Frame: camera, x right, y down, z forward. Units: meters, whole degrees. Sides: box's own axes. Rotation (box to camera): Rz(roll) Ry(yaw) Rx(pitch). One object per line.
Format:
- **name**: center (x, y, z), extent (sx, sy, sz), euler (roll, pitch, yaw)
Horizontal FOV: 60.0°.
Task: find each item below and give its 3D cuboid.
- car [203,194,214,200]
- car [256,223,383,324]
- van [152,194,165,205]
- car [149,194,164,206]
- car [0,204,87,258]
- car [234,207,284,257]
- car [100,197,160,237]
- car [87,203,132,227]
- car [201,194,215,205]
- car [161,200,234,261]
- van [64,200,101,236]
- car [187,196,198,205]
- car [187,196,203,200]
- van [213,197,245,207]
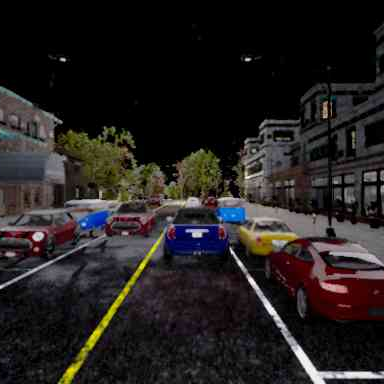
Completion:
- **car**: center (2.688, 1.386, 45.695), extent (1.967, 1.590, 4.097), euler (1, 0, 0)
- **car**: center (2.697, 1.575, 6.893), extent (1.802, 1.307, 4.206), euler (1, 0, 0)
- **van**: center (-5.707, 1.269, 56.766), extent (1.690, 1.788, 3.998), euler (1, 0, 0)
- **car**: center (-5.692, 1.252, 51.223), extent (2.192, 1.841, 5.009), euler (1, 0, 0)
- **car**: center (-5.683, 1.428, 12.421), extent (1.967, 1.590, 4.097), euler (1, 0, 0)
- **car**: center (2.696, 1.513, 12.606), extent (1.752, 1.417, 4.829), euler (1, 0, 0)
- **car**: center (-3.103, 1.334, 17.720), extent (2.097, 1.767, 4.553), euler (0, 0, 0)
- **car**: center (-5.688, 1.527, 23.507), extent (2.008, 1.369, 4.403), euler (1, 0, 0)
- **car**: center (2.699, 1.242, 56.780), extent (2.192, 1.841, 5.009), euler (1, 0, 0)
- **car**: center (0.109, 1.340, 12.408), extent (2.097, 1.767, 4.553), euler (0, 0, -1)
- **van**: center (-5.684, 1.323, 17.964), extent (1.690, 1.788, 3.998), euler (1, 0, 0)
- **car**: center (0.083, 1.448, 59.661), extent (1.812, 1.442, 4.674), euler (0, 0, 0)
- **car**: center (0.088, 1.476, 42.947), extent (1.812, 1.442, 4.674), euler (0, 0, 0)
- **van**: center (2.695, 1.317, 23.523), extent (1.690, 1.788, 3.998), euler (1, 0, 0)
